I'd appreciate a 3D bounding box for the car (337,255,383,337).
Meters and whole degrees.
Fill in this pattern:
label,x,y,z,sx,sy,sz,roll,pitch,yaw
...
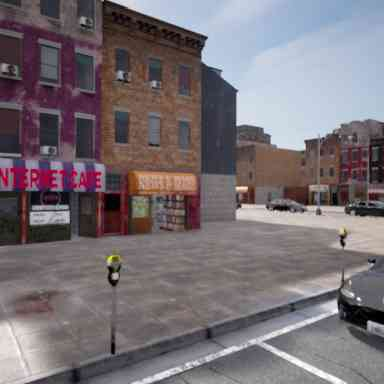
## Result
label,x,y,z,sx,sy,sz,roll,pitch,yaw
car,4.409,1.567,5.943,4.313,1.339,1.947,0,0,-35

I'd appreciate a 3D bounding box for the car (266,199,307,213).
label,x,y,z,sx,sy,sz,roll,pitch,yaw
car,10.359,1.546,36.706,2.128,1.511,4.902,1,0,-35

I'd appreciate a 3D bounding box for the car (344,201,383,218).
label,x,y,z,sx,sy,sz,roll,pitch,yaw
car,15.843,1.540,28.975,1.837,1.490,4.892,1,0,-35

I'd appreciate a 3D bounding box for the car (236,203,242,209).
label,x,y,z,sx,sy,sz,roll,pitch,yaw
car,4.360,1.623,45.151,2.033,1.411,5.357,1,0,-36
